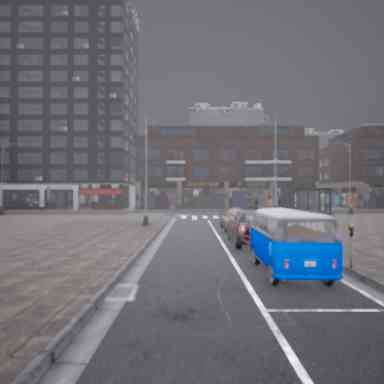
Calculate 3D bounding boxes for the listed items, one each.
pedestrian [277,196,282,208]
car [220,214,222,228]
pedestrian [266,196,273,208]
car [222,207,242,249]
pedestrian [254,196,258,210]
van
[{"bbox_3d":[8.004,1.290,30.644,0.375,1.860,0.375,0,-1,0],"label":"pedestrian"},{"bbox_3d":[2.638,1.616,20.318,1.752,1.417,4.829,0,0,0],"label":"car"},{"bbox_3d":[7.004,1.281,30.044,0.375,1.860,0.375,0,-1,0],"label":"pedestrian"},{"bbox_3d":[2.640,1.505,14.710,1.967,1.590,4.097,0,0,0],"label":"car"},{"bbox_3d":[6.004,1.277,31.244,0.375,1.860,0.375,0,-1,0],"label":"pedestrian"},{"bbox_3d":[2.642,1.381,9.273,1.690,1.788,3.998,0,0,0],"label":"van"}]
